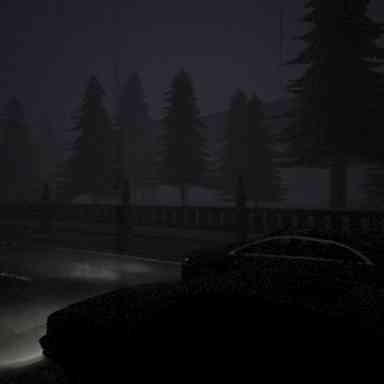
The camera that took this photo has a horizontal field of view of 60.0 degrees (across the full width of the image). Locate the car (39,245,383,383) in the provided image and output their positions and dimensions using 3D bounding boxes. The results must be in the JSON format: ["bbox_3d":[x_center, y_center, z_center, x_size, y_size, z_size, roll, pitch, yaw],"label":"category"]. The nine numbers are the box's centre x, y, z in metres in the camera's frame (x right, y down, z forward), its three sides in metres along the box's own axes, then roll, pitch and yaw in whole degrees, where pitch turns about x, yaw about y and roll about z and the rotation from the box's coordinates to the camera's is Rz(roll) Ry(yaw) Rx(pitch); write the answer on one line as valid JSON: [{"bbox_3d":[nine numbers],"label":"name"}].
[{"bbox_3d":[0.751,1.540,3.322,5.357,1.411,2.033,0,0,34],"label":"car"}]

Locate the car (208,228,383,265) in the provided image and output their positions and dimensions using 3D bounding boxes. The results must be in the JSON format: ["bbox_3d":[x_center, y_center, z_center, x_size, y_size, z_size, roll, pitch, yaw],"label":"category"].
[{"bbox_3d":[2.011,1.476,6.611,4.902,1.511,2.128,0,0,34],"label":"car"}]
